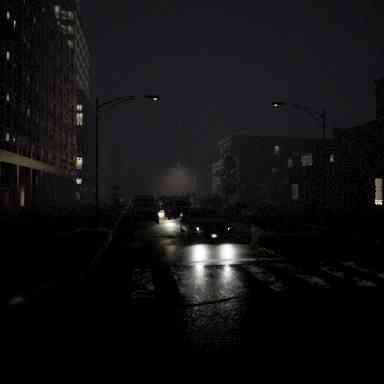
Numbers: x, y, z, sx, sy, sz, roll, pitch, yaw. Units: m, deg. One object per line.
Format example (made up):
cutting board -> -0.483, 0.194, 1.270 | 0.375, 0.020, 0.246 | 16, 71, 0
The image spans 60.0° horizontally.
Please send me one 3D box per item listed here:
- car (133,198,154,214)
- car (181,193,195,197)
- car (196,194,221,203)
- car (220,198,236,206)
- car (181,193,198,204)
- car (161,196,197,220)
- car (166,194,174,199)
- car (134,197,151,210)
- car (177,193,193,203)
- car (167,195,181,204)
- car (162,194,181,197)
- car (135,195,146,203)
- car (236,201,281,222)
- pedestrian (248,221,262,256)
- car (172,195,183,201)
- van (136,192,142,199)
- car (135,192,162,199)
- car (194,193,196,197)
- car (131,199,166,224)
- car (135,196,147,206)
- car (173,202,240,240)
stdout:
car -> -5.038, 1.375, 34.176 | 2.008, 1.369, 4.403 | 1, 0, -10
car -> -1.263, 1.287, 46.343 | 1.882, 1.535, 5.008 | 0, 0, -9
car -> 2.313, 1.162, 41.020 | 2.192, 1.841, 5.009 | 1, 0, -10
car -> 4.143, 1.475, 30.100 | 1.802, 1.307, 4.206 | 1, 0, -10
car -> -0.435, 1.097, 57.403 | 2.192, 1.841, 5.009 | 1, 0, -10
car -> -1.151, 1.350, 26.618 | 1.882, 1.535, 5.008 | 0, 0, -9
car -> -5.934, 1.244, 90.167 | 1.802, 1.307, 4.206 | 1, 0, -10
car -> -5.954, 1.346, 39.636 | 1.887, 1.381, 4.507 | 1, 0, -10
car -> -1.351, 1.076, 62.863 | 2.192, 1.841, 5.009 | 1, 0, -10
car -> -3.030, 1.273, 56.584 | 1.837, 1.490, 4.892 | 0, 0, -10
car -> -2.823, 1.181, 36.691 | 2.097, 1.767, 4.553 | 0, 0, -10
car -> -9.619, 1.281, 61.479 | 1.947, 1.339, 4.313 | 1, 0, -10
car -> 5.031, 1.441, 24.806 | 1.752, 1.417, 4.829 | 1, 0, -10
pedestrian -> 2.184, 1.519, 11.293 | 0.375, 1.300, 0.375 | 1, 0, -10
car -> -3.186, 1.286, 73.785 | 1.947, 1.339, 4.313 | 1, 0, -10
van -> -14.197, 0.958, 88.782 | 1.690, 1.788, 3.998 | 1, 0, -10
car -> -4.120, 1.162, 28.715 | 2.192, 1.841, 5.009 | 1, 0, -10
car -> 0.451, 1.328, 52.110 | 1.752, 1.417, 4.829 | 1, 0, -10
car -> -3.206, 1.422, 23.254 | 2.008, 1.369, 4.403 | 1, 0, -10
car -> -7.758, 1.283, 50.390 | 1.752, 1.417, 4.829 | 1, 0, -10
car -> 0.504, 1.463, 16.776 | 2.033, 1.411, 5.357 | 0, 0, -10
